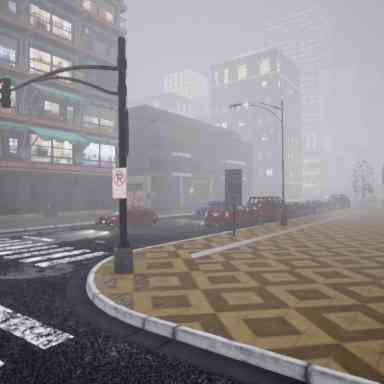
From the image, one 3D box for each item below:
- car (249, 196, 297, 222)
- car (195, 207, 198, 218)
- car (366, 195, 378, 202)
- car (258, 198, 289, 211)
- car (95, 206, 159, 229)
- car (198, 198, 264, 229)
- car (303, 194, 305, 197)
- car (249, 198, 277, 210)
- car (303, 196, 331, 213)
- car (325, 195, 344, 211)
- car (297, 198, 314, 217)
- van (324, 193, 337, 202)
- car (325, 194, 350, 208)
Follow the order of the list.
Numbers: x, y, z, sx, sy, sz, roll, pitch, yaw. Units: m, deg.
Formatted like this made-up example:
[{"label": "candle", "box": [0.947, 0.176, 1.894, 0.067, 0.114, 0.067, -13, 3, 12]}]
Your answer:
[{"label": "car", "box": [5.830, 1.216, 25.219, 2.192, 1.841, 5.009, -1, 0, 36]}, {"label": "car", "box": [2.213, 1.444, 29.434, 1.882, 1.535, 5.008, -1, 0, 36]}, {"label": "car", "box": [35.647, 1.334, 65.776, 1.887, 1.381, 4.507, -1, 0, 36]}, {"label": "car", "box": [9.792, 1.464, 39.717, 1.812, 1.442, 4.674, -1, 0, 37]}, {"label": "car", "box": [-3.990, 1.552, 21.002, 1.994, 1.385, 4.181, -1, 0, 36]}, {"label": "car", "box": [2.519, 1.353, 20.712, 1.967, 1.590, 4.097, -1, 0, 36]}, {"label": "car", "box": [22.572, 1.440, 61.293, 1.752, 1.417, 4.829, -1, 0, 36]}, {"label": "car", "box": [9.321, 1.489, 43.267, 1.752, 1.417, 4.829, -1, 0, 36]}, {"label": "car", "box": [12.458, 1.421, 34.231, 1.887, 1.381, 4.507, -1, 0, 36]}, {"label": "car", "box": [15.771, 1.415, 38.737, 2.008, 1.369, 4.403, -1, 0, 36]}, {"label": "car", "box": [9.146, 1.471, 29.724, 1.802, 1.307, 4.206, -1, 0, 36]}, {"label": "van", "box": [29.296, 1.229, 70.444, 1.690, 1.788, 3.998, -1, 0, 36]}, {"label": "car", "box": [19.081, 1.167, 43.245, 2.192, 1.841, 5.009, -1, 0, 36]}]
